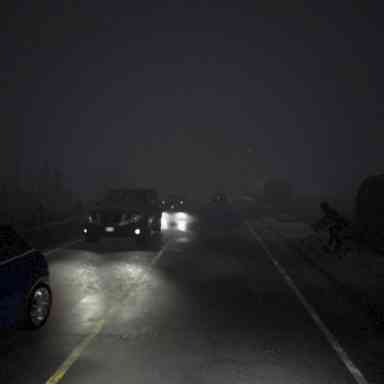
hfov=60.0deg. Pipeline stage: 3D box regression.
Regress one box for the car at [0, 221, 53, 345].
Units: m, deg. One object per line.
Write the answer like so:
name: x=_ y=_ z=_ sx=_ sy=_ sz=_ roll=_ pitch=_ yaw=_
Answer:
car: x=-3.432 y=1.223 z=3.502 sx=2.097 sy=1.767 sz=4.553 roll=1 pitch=1 yaw=5

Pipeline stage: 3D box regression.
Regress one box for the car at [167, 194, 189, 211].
car: x=-1.382 y=0.853 z=28.861 sx=1.895 sy=1.301 sz=4.718 roll=1 pitch=1 yaw=5

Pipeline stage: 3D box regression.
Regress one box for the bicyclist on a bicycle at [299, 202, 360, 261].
bicyclist on a bicycle: x=3.806 y=1.109 z=9.195 sx=1.656 sy=1.620 sz=0.582 roll=0 pitch=1 yaw=5

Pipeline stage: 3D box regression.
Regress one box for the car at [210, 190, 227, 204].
car: x=3.118 y=0.608 z=39.012 sx=1.994 sy=1.385 sz=4.181 roll=1 pitch=1 yaw=5

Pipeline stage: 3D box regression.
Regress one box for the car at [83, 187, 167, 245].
car: x=-2.599 y=0.840 z=13.902 sx=2.150 sy=2.045 sz=5.566 roll=1 pitch=1 yaw=3

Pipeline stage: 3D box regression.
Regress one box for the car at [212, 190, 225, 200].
car: x=3.976 y=0.383 z=49.757 sx=1.895 sy=1.301 sz=4.718 roll=1 pitch=1 yaw=5
